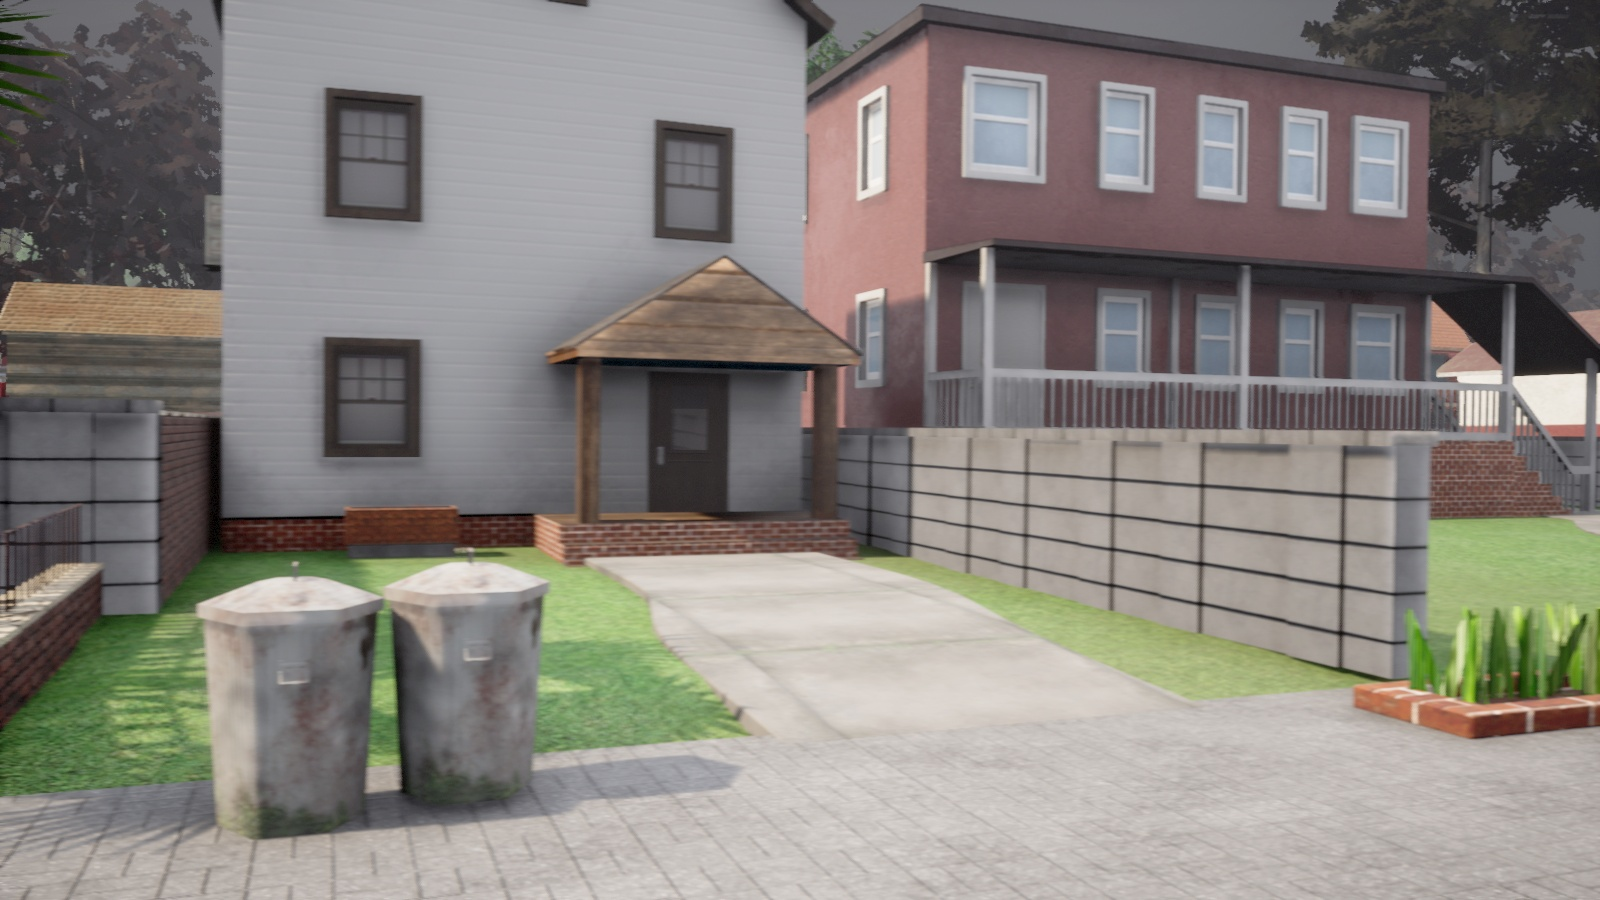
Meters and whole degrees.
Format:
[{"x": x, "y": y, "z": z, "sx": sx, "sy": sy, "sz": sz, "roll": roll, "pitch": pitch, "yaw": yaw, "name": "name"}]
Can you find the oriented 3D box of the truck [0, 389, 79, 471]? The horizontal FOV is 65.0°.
[{"x": -39.285, "y": -0.911, "z": 59.533, "sx": 8.468, "sy": 3.827, "sz": 2.891, "roll": -1, "pitch": 1, "yaw": -21, "name": "truck"}]
